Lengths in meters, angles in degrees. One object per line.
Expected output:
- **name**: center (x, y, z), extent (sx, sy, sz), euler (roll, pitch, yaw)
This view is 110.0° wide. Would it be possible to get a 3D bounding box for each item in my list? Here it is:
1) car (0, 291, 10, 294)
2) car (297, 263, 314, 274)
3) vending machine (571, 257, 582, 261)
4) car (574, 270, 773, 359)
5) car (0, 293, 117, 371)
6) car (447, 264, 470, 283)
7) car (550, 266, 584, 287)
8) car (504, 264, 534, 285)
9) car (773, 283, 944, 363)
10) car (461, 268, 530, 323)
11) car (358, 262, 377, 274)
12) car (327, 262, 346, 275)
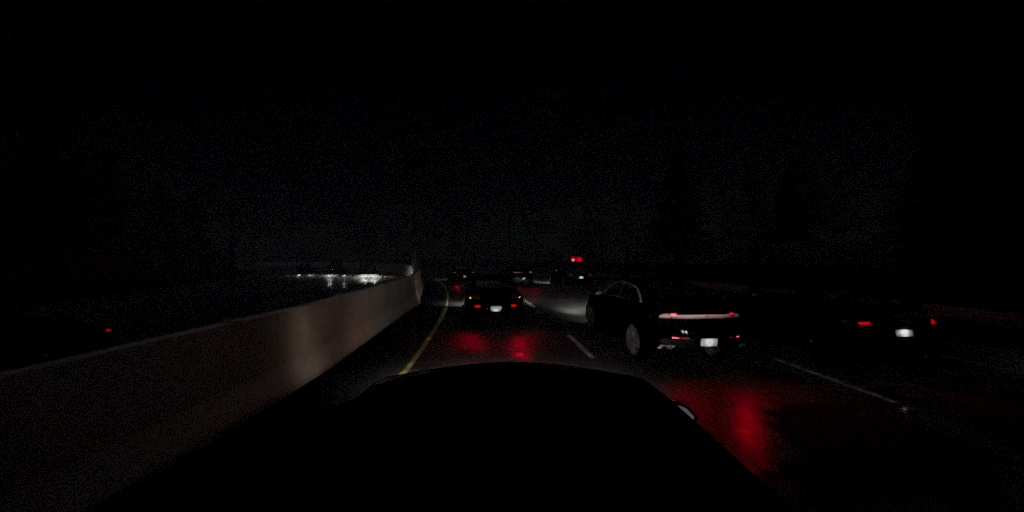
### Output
- **car**: center (-14.464, 1.313, 7.637), extent (1.882, 1.535, 5.008), euler (0, 0, -5)
- **car**: center (-26.797, 1.596, 46.420), extent (2.033, 1.411, 5.357), euler (0, 0, -30)
- **vending machine**: center (7.541, 1.080, 41.730), extent (1.100, 2.100, 0.880), euler (0, 0, -20)
- **car**: center (3.170, 1.256, 8.475), extent (2.128, 1.511, 4.902), euler (0, 0, -4)
- **car**: center (-7.288, 1.354, 4.005), extent (1.994, 1.385, 4.181), euler (0, 0, -2)
- **car**: center (-4.321, 1.411, 30.047), extent (1.812, 1.442, 4.674), euler (0, 0, -16)
- **car**: center (4.112, 1.395, 25.450), extent (1.994, 1.385, 4.181), euler (0, 0, -12)
- **car**: center (0.214, 1.344, 26.744), extent (2.128, 1.511, 4.902), euler (0, 0, -14)
- **car**: center (6.672, 1.313, 8.212), extent (1.994, 1.385, 4.181), euler (0, 0, -4)
- **car**: center (-0.712, 1.323, 12.384), extent (1.812, 1.442, 4.674), euler (0, 0, -6)
- **car**: center (-18.295, 1.501, 45.415), extent (2.128, 1.511, 4.902), euler (0, 0, -28)
- **car**: center (-22.022, 1.529, 44.975), extent (1.837, 1.490, 4.892), euler (0, -1, -29)
